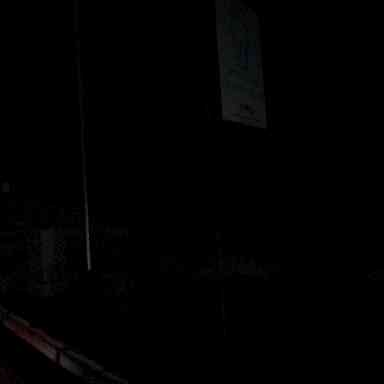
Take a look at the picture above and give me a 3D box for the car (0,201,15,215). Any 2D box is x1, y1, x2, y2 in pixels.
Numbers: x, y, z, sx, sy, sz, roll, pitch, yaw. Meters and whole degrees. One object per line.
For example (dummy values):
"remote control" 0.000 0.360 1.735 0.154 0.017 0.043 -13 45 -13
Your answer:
"car" -23.181 1.881 39.830 2.097 1.767 4.553 -3 0 -5

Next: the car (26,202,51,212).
"car" -23.522 2.231 51.209 1.994 1.385 4.181 -4 -1 7

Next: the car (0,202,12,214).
"car" -26.921 2.291 45.347 1.882 1.535 5.008 -4 -1 -1
